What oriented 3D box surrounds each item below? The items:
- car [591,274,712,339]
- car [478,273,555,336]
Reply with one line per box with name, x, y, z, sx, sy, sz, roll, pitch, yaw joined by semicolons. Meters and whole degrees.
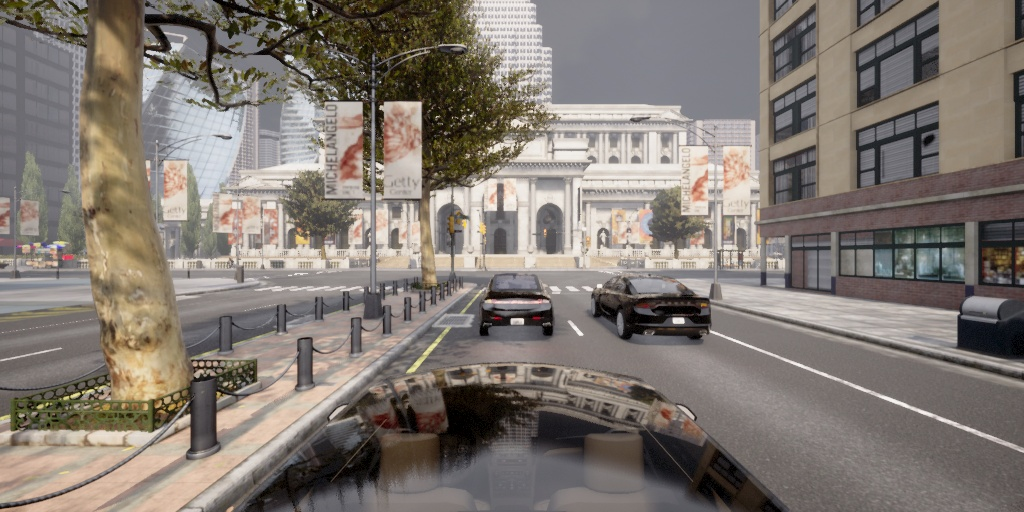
car;3.565;1.227;10.109;1.882;1.535;5.008;0;0;0
car;0.080;1.241;10.376;2.128;1.511;4.902;0;0;-1
